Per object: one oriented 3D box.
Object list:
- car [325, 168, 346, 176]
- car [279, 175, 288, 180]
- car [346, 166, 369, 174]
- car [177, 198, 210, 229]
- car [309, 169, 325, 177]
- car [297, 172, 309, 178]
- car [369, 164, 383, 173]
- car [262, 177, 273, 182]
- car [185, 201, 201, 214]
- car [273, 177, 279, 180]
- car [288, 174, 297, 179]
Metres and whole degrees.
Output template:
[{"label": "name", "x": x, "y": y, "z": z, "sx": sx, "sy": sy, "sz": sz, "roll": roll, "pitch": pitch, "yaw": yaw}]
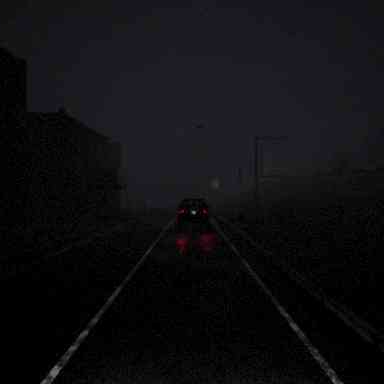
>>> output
[{"label": "car", "x": 23.581, "y": -3.004, "z": 52.258, "sx": 2.163, "sy": 1.488, "sz": 4.792, "roll": 0, "pitch": 0, "yaw": -6}, {"label": "car", "x": 21.927, "y": -3.212, "z": 74.538, "sx": 2.231, "sy": 1.521, "sz": 4.892, "roll": 0, "pitch": 0, "yaw": -1}, {"label": "car", "x": 24.278, "y": -2.948, "z": 46.783, "sx": 2.002, "sy": 1.452, "sz": 4.674, "roll": 0, "pitch": 0, "yaw": -7}, {"label": "car", "x": 0.119, "y": 1.455, "z": 23.903, "sx": 2.150, "sy": 2.045, "sz": 5.566, "roll": 0, "pitch": -1, "yaw": 0}, {"label": "car", "x": 22.966, "y": -3.206, "z": 57.951, "sx": 2.185, "sy": 1.767, "sz": 4.553, "roll": 0, "pitch": 0, "yaw": -5}, {"label": "car", "x": 22.503, "y": -3.127, "z": 63.457, "sx": 2.097, "sy": 1.535, "sz": 5.008, "roll": 0, "pitch": 0, "yaw": -4}, {"label": "car", "x": 25.079, "y": -2.941, "z": 41.421, "sx": 2.231, "sy": 1.521, "sz": 4.892, "roll": 0, "pitch": 0, "yaw": -8}, {"label": "car", "x": 21.575, "y": -3.381, "z": 90.995, "sx": 2.185, "sy": 1.767, "sz": 4.553, "roll": 0, "pitch": 0, "yaw": -1}, {"label": "car", "x": 0.138, "y": 1.938, "z": 41.561, "sx": 1.812, "sy": 1.442, "sz": 4.674, "roll": 0, "pitch": -1, "yaw": 0}, {"label": "car", "x": 21.803, "y": -3.235, "z": 80.056, "sx": 2.231, "sy": 1.521, "sz": 4.892, "roll": 0, "pitch": 0, "yaw": -1}, {"label": "car", "x": 22.155, "y": -3.132, "z": 68.995, "sx": 2.002, "sy": 1.452, "sz": 4.674, "roll": 0, "pitch": 0, "yaw": -2}]
